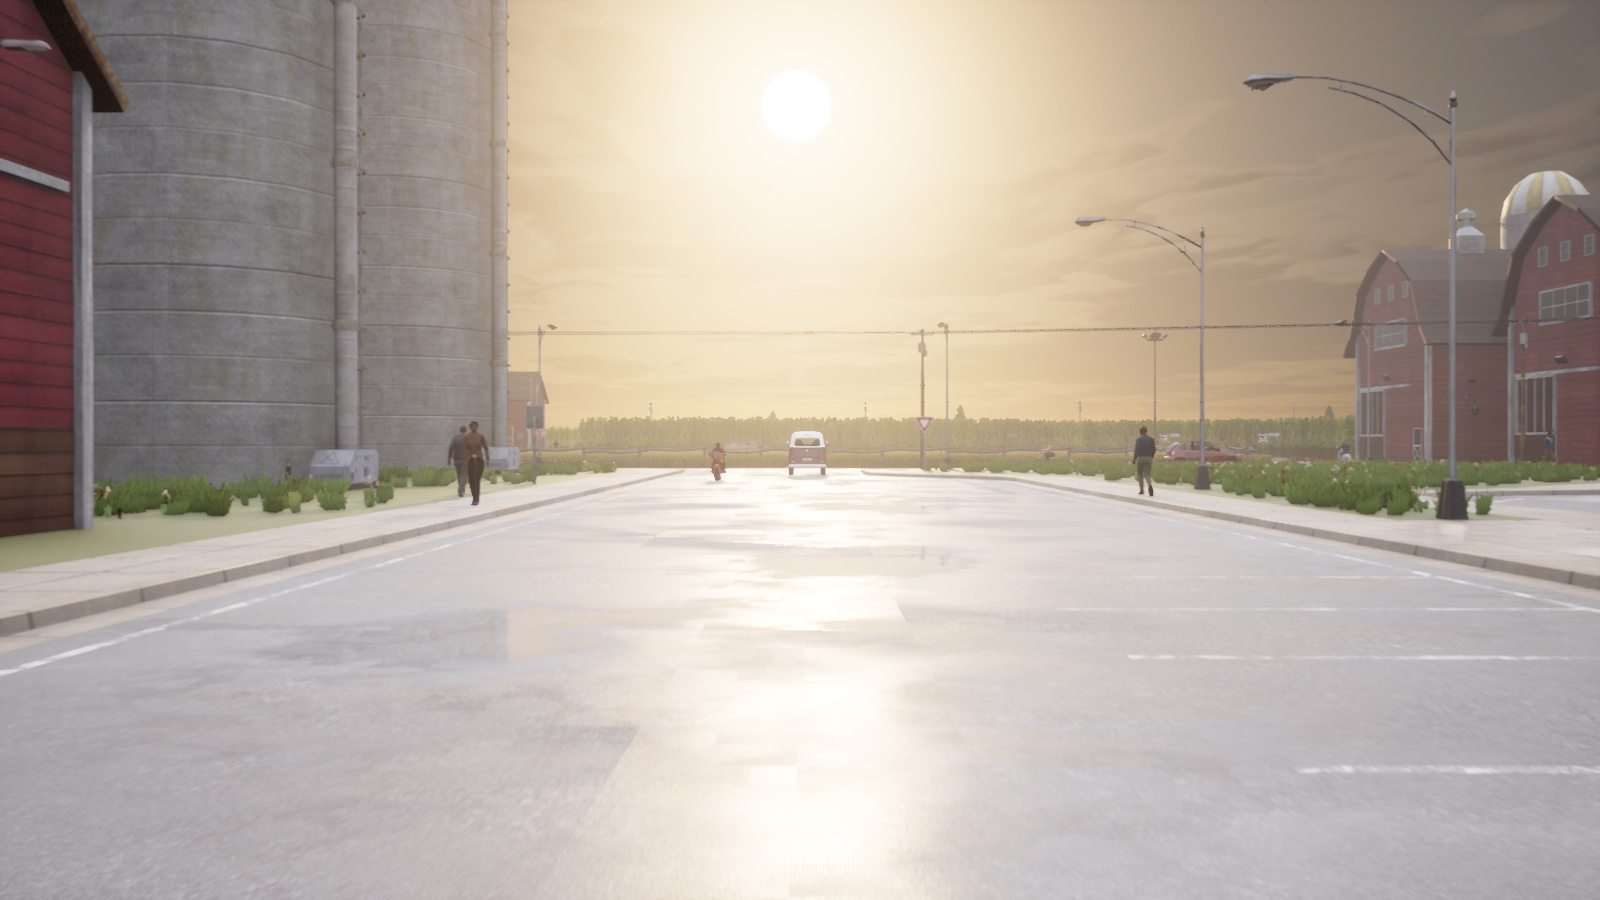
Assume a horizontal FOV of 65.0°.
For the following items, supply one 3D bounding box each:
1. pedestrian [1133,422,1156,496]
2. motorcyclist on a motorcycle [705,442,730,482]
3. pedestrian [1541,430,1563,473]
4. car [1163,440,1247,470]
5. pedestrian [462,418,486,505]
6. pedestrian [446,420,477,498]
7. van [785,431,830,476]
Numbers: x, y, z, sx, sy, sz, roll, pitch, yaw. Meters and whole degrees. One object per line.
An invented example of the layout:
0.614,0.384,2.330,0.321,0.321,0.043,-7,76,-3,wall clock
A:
8.655,0.230,31.559,0.370,1.835,0.726,0,0,-1,pedestrian
-3.206,0.449,48.979,0.797,1.523,2.044,0,0,0,motorcyclist on a motorcycle
34.140,0.067,57.033,0.423,1.949,0.788,0,0,-9,pedestrian
22.016,0.276,68.350,3.988,1.617,1.851,0,0,2,car
-6.878,0.246,26.497,0.328,1.805,0.869,0,0,-3,pedestrian
-8.279,0.221,30.745,0.563,1.883,0.849,0,0,-3,pedestrian
0.350,0.137,59.508,2.069,2.038,4.480,0,1,0,van
